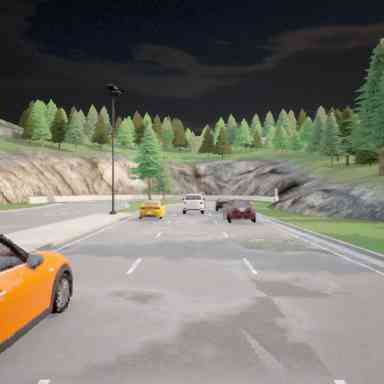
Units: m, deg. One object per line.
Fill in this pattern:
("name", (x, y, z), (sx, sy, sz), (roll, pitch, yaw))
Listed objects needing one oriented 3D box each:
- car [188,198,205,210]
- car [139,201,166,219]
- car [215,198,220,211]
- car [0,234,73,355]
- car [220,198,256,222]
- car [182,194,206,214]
("car", (0.667, 1.564, 44.592), (1.994, 1.385, 4.181), (0, 0, 6))
("car", (-3.388, 1.477, 29.030), (1.882, 1.535, 5.008), (0, 0, 0))
("car", (3.840, 1.477, 40.970), (1.882, 1.535, 5.008), (0, 0, 2))
("car", (-3.397, 1.354, 4.721), (2.097, 1.767, 4.553), (0, 0, 0))
("car", (3.608, 1.353, 26.010), (2.097, 1.767, 4.553), (0, 0, 0))
("car", (0.153, 1.221, 35.243), (2.150, 2.045, 5.566), (0, 0, 0))
